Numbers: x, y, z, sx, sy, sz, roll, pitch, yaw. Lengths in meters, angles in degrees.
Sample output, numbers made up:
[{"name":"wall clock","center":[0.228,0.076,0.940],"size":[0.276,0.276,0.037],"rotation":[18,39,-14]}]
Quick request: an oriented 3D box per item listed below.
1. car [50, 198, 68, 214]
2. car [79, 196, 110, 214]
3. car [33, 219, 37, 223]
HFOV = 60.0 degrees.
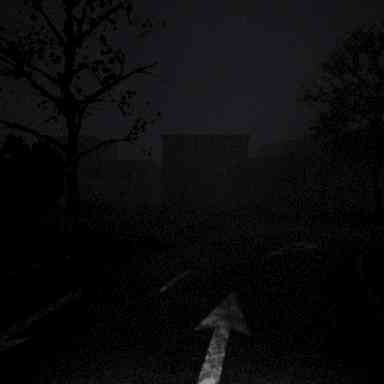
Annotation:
[{"name":"car","center":[-12.935,1.373,34.100],"size":[2.097,1.535,5.008],"rotation":[-1,0,1]},{"name":"car","center":[-9.903,1.202,34.029],"size":[2.185,1.767,4.553],"rotation":[-1,0,1]},{"name":"car","center":[-12.247,1.184,21.852],"size":[2.435,2.045,5.566],"rotation":[-1,0,1]}]
